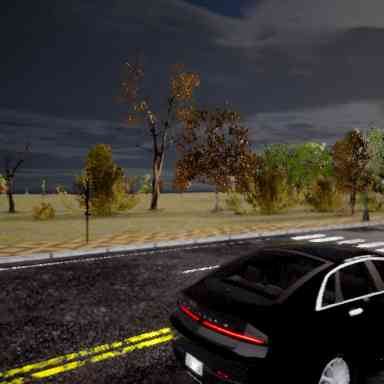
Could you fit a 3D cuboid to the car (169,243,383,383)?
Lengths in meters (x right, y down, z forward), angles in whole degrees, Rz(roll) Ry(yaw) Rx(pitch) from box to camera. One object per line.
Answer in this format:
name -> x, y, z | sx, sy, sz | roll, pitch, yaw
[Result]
car -> 2.013, 1.506, 4.767 | 4.892, 1.490, 1.837 | 0, 0, -35
